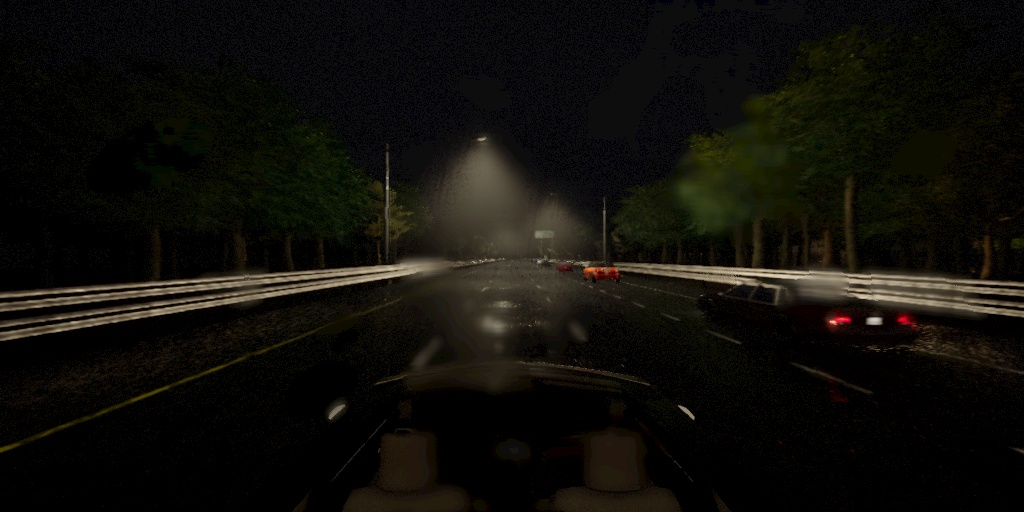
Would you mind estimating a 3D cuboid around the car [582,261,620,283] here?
[{"bbox_3d":[7.038,1.191,28.739,2.097,1.767,4.553,0,0,0],"label":"car"}]

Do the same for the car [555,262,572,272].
[{"bbox_3d":[7.123,1.496,49.797,1.994,1.385,4.181,0,0,0],"label":"car"}]

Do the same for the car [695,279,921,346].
[{"bbox_3d":[7.002,1.314,9.439,2.033,1.411,5.357,0,0,0],"label":"car"}]
